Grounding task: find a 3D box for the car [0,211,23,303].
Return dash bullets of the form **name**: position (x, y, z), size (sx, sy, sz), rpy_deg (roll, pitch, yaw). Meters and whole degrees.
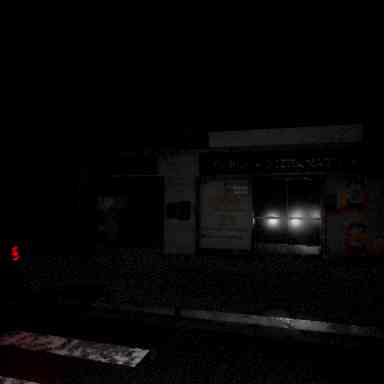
- **car**: position (-5.843, 1.302, 6.066), size (5.566, 2.045, 2.150), rpy_deg (-1, -1, 17)
